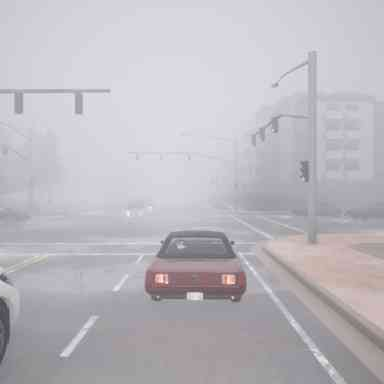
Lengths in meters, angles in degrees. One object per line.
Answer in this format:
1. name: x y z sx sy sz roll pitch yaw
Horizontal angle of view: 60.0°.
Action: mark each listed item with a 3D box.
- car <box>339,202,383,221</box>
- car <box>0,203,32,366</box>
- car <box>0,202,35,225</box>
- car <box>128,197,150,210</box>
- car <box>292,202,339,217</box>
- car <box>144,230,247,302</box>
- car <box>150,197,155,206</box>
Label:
1. car: 15.283 1.547 27.011 5.357 1.411 2.033 0 0 -3
2. car: -3.455 1.221 2.189 2.150 2.045 5.566 0 0 1
3. car: -13.941 1.492 23.321 4.902 1.511 2.128 0 0 -12
4. car: -7.084 1.477 43.450 1.882 1.535 5.008 0 0 0
5. car: 11.356 1.564 30.300 4.181 1.385 1.994 0 0 -2
6. car: 0.132 1.601 8.246 1.895 1.301 4.718 0 0 2
7. car: -7.083 1.491 53.400 2.128 1.511 4.902 0 0 0
